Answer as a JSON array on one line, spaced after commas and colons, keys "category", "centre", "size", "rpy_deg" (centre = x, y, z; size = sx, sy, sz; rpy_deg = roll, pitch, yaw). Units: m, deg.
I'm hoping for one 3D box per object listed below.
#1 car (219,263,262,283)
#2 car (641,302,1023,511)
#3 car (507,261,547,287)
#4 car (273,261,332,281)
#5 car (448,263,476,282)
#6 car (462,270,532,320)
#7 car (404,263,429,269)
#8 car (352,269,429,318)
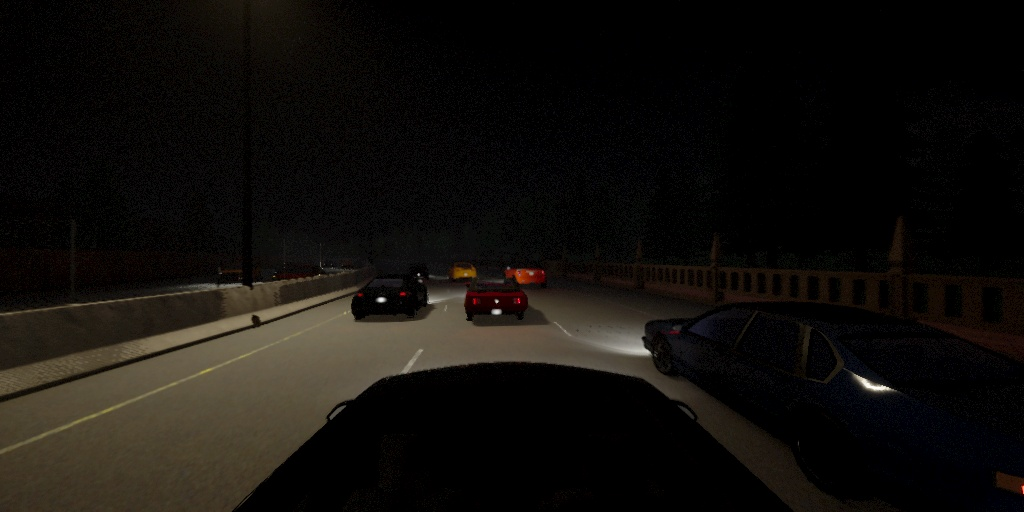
[{"category": "car", "centre": [-22.728, 1.361, 30.179], "size": [1.882, 1.535, 5.008], "rpy_deg": [0, 0, -19]}, {"category": "car", "centre": [3.447, 1.288, 4.389], "size": [2.033, 1.411, 5.357], "rpy_deg": [0, 0, -2]}, {"category": "car", "centre": [0.796, 1.136, 24.617], "size": [2.097, 1.767, 4.553], "rpy_deg": [0, 0, -12]}, {"category": "car", "centre": [-13.310, 1.313, 22.802], "size": [1.882, 1.535, 5.008], "rpy_deg": [0, 0, -14]}, {"category": "car", "centre": [-4.298, 1.291, 30.468], "size": [1.882, 1.535, 5.008], "rpy_deg": [0, 0, -16]}, {"category": "car", "centre": [-0.705, 1.372, 12.842], "size": [1.895, 1.301, 4.718], "rpy_deg": [0, 0, -6]}, {"category": "car", "centre": [-8.646, 1.338, 32.686], "size": [1.837, 1.490, 4.892], "rpy_deg": [0, 0, -18]}, {"category": "car", "centre": [-4.312, 1.349, 13.200], "size": [1.994, 1.385, 4.181], "rpy_deg": [0, 0, -6]}]
